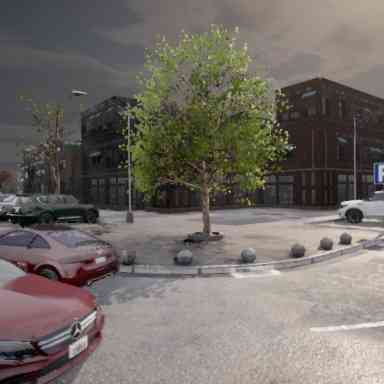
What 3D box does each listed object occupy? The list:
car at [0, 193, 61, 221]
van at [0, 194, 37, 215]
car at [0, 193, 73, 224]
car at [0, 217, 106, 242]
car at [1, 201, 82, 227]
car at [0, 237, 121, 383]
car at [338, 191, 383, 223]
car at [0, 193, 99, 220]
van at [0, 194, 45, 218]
[{"bbox_3d":[-14.132,1.138,27.887,2.435,2.045,5.566,0,0,31],"label":"car"},{"bbox_3d":[-17.813,1.168,32.597,1.878,1.987,4.442,0,0,31],"label":"van"},{"bbox_3d":[-12.260,1.136,25.595,2.435,2.045,5.566,0,0,31],"label":"car"},{"bbox_3d":[-3.895,1.517,8.248,4.181,1.385,1.994,0,1,22],"label":"car"},{"bbox_3d":[-10.375,1.415,23.304,2.163,1.488,4.792,0,0,31],"label":"car"},{"bbox_3d":[-3.470,1.507,4.552,4.674,1.442,1.812,-1,1,20],"label":"car"},{"bbox_3d":[12.083,0.898,20.632,5.566,2.045,2.435,-1,0,32],"label":"car"},{"bbox_3d":[-8.500,1.132,21.069,2.435,2.045,5.566,0,0,31],"label":"car"},{"bbox_3d":[-15.940,1.166,30.306,1.878,1.987,4.442,0,0,31],"label":"van"}]
